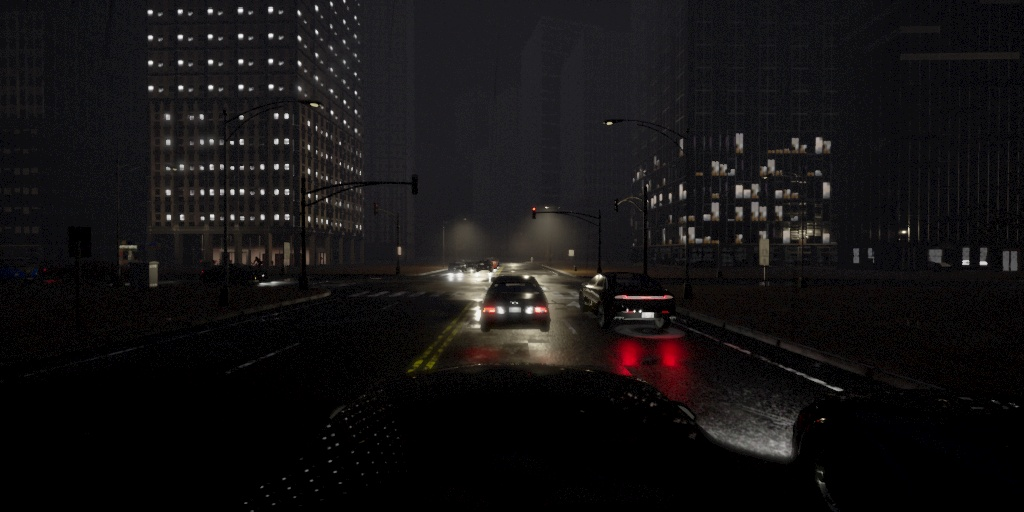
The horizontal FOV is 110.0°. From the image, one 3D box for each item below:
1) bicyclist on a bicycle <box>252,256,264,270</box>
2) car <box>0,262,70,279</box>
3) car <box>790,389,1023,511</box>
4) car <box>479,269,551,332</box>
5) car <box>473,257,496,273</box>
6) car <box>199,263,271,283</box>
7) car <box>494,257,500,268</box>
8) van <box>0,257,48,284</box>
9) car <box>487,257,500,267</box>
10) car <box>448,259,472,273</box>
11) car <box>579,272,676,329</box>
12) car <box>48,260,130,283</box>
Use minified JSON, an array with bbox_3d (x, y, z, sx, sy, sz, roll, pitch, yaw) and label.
[{"bbox_3d":[-24.701,0.867,34.818,0.582,1.620,1.656,0,1,1],"label":"bicyclist on a bicycle"},{"bbox_3d":[-40.018,1.142,29.665,4.718,1.301,1.895,0,0,1],"label":"car"},{"bbox_3d":[3.350,1.314,1.299,1.994,1.385,4.181,0,0,0],"label":"car"},{"bbox_3d":[0.100,1.294,10.813,2.033,1.411,5.357,0,0,1],"label":"car"},{"bbox_3d":[-3.336,1.220,44.126,1.837,1.490,4.892,0,0,0],"label":"car"},{"bbox_3d":[-19.986,1.227,25.964,4.181,1.385,1.994,0,0,1],"label":"car"},{"bbox_3d":[-3.327,1.046,54.320,2.097,1.767,4.553,0,0,0],"label":"car"},{"bbox_3d":[-33.932,0.959,23.729,3.998,1.789,1.690,0,0,1],"label":"van"},{"bbox_3d":[-3.328,1.025,64.460,2.097,1.767,4.553,0,0,0],"label":"car"},{"bbox_3d":[-6.584,1.206,43.875,2.128,1.511,4.902,0,0,0],"label":"car"},{"bbox_3d":[3.347,1.238,11.230,2.128,1.511,4.902,0,0,0],"label":"car"},{"bbox_3d":[-30.077,1.093,26.216,5.008,1.535,1.882,1,0,2],"label":"car"}]
